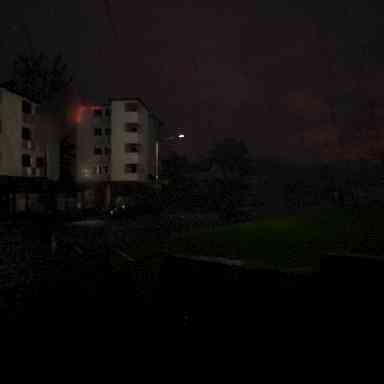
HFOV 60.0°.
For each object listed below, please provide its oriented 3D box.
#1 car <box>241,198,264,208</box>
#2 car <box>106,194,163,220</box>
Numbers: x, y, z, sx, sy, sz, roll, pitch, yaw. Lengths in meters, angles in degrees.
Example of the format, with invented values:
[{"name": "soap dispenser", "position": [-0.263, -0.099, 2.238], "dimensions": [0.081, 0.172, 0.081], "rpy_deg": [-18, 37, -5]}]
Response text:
[{"name": "car", "position": [8.756, 1.604, 47.823], "dimensions": [1.994, 1.385, 4.181], "rpy_deg": [0, 0, 36]}, {"name": "car", "position": [-4.838, 1.257, 28.885], "dimensions": [2.150, 2.045, 5.566], "rpy_deg": [0, 0, 36]}]
